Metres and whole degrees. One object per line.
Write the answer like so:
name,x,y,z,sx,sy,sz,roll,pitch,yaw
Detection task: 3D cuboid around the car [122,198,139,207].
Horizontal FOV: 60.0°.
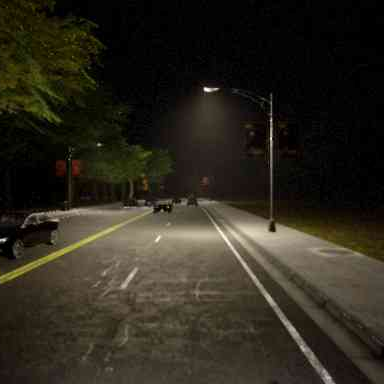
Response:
car,-9.826,1.649,53.572,2.033,1.411,5.357,0,0,1

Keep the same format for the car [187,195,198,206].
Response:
car,0.077,1.657,57.377,2.033,1.411,5.357,0,0,0

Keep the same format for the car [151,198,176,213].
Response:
car,-3.165,1.651,37.474,1.895,1.301,4.718,0,0,0

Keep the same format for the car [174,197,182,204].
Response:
car,-3.178,1.716,68.330,1.994,1.385,4.181,0,0,0

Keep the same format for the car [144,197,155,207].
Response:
car,-6.583,1.592,53.566,2.128,1.511,4.902,0,0,0

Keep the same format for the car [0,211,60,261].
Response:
car,-6.603,1.499,12.439,2.128,1.511,4.902,0,0,0
